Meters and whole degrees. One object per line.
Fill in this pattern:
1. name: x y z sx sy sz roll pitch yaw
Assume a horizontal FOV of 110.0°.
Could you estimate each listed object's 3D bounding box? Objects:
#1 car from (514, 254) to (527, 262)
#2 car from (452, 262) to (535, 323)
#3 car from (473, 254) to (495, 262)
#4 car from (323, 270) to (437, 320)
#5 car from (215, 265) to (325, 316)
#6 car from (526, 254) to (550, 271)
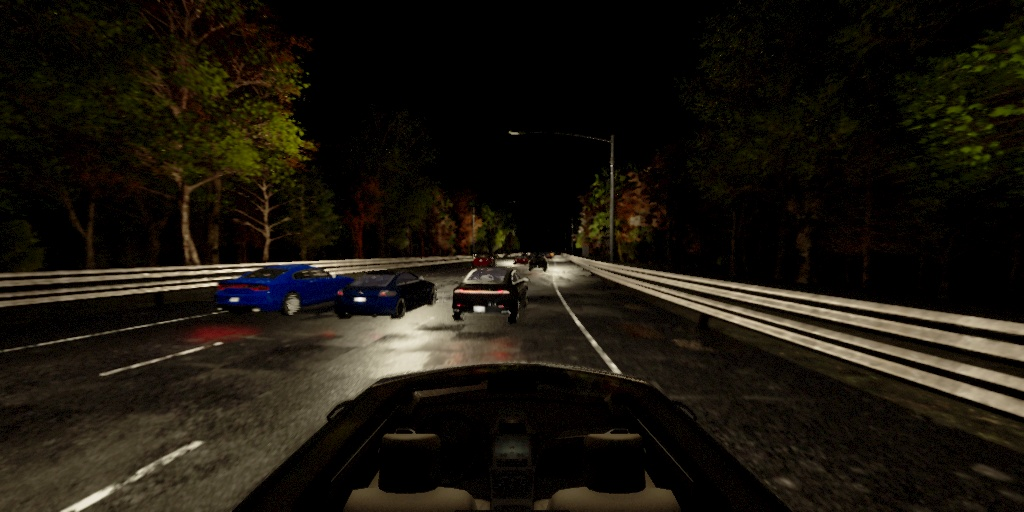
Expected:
1. car: 1.464 0.709 56.823 1.895 1.301 4.718 1 1 7
2. car: -0.546 1.125 11.655 2.128 1.511 4.902 0 1 7
3. car: -3.477 0.565 45.240 2.097 1.767 4.553 1 1 7
4. car: -4.020 1.169 12.055 1.994 1.385 4.181 0 1 7
5. car: -7.488 1.048 12.517 1.882 1.535 5.008 1 1 7
6. car: 2.992 0.827 40.502 1.837 1.490 4.892 1 1 7
